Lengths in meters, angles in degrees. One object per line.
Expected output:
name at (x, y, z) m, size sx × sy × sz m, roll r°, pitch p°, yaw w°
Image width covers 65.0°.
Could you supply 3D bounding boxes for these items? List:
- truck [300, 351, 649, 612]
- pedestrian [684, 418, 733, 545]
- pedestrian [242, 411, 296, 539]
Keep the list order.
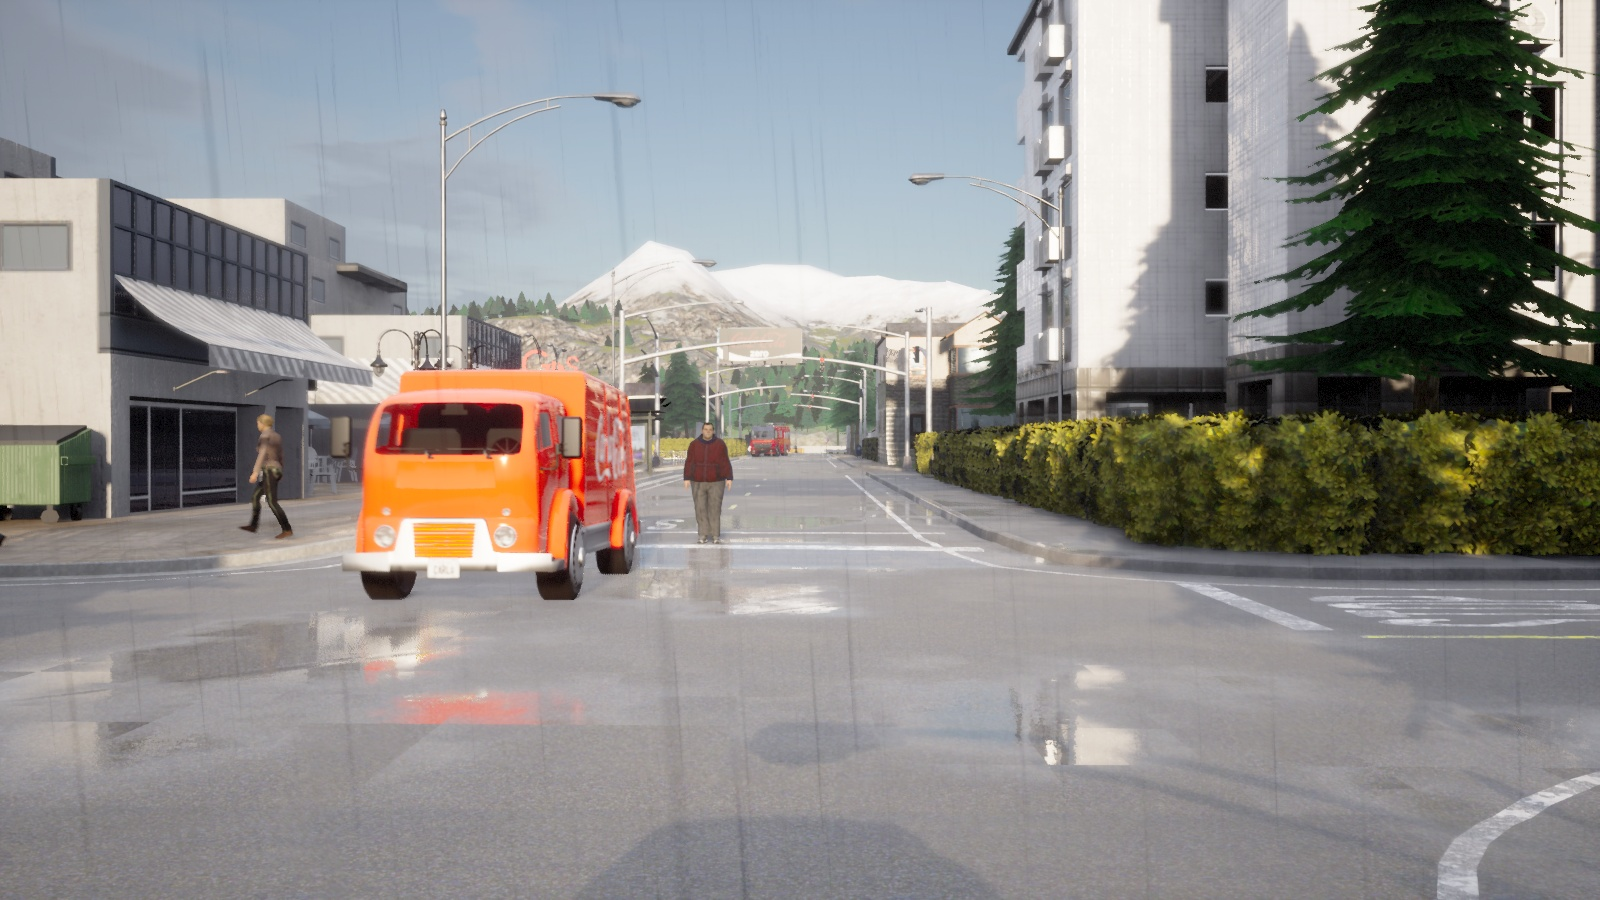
truck at (-3.398, 0.347, 14.505) m, size 2.627 × 2.467 × 5.204 m, roll 0°, pitch -1°, yaw 0°
pedestrian at (-1.349, 0.449, 18.665) m, size 0.634 × 1.844 × 0.899 m, roll 0°, pitch 0°, yaw 2°
pedestrian at (-7.718, 0.359, 18.255) m, size 0.634 × 1.846 × 0.331 m, roll 0°, pitch 0°, yaw 4°
